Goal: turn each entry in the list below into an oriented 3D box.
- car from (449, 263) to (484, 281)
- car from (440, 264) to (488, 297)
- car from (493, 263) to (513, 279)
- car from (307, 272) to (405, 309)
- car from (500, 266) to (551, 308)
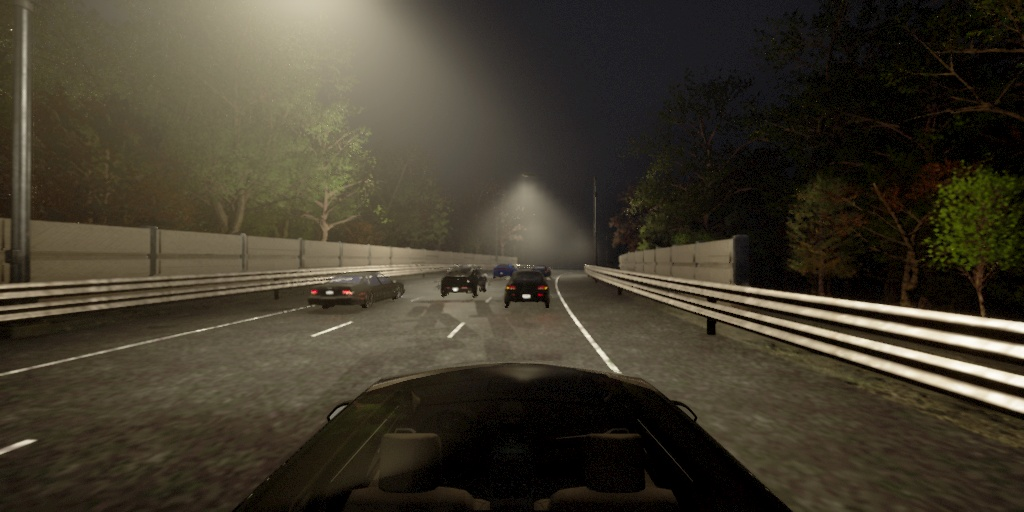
[{"bbox_3d":[-4.300,1.500,34.928,2.128,1.511,4.902,0,-1,8],"label":"car"},{"bbox_3d":[-2.512,1.362,19.600,1.837,1.490,4.892,0,-1,5],"label":"car"},{"bbox_3d":[-0.607,1.510,36.037,1.882,1.535,5.008,0,-1,8],"label":"car"},{"bbox_3d":[-6.361,1.376,15.345,2.033,1.411,5.357,0,0,4],"label":"car"},{"bbox_3d":[0.698,1.362,15.722,1.812,1.442,4.674,0,0,4],"label":"car"}]
